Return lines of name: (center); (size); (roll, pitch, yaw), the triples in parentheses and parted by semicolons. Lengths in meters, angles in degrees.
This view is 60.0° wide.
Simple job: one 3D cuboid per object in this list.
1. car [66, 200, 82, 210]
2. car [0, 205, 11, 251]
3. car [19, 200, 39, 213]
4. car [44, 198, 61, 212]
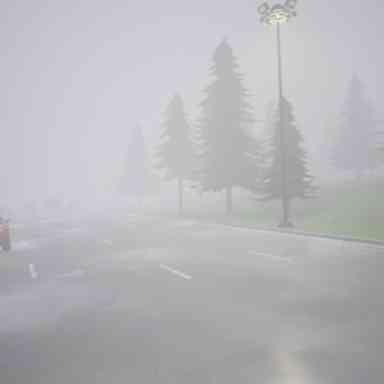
car: (-20.278, 2.089, 56.968); (2.097, 1.767, 4.553); (-2, 0, -28)
car: (-9.566, 1.706, 15.349); (2.097, 1.767, 4.553); (-2, 0, -28)
car: (-25.991, 2.435, 52.837); (1.882, 1.535, 5.008); (-2, 0, -28)
car: (-22.807, 2.056, 54.285); (2.150, 2.045, 5.566); (-2, 0, -28)
